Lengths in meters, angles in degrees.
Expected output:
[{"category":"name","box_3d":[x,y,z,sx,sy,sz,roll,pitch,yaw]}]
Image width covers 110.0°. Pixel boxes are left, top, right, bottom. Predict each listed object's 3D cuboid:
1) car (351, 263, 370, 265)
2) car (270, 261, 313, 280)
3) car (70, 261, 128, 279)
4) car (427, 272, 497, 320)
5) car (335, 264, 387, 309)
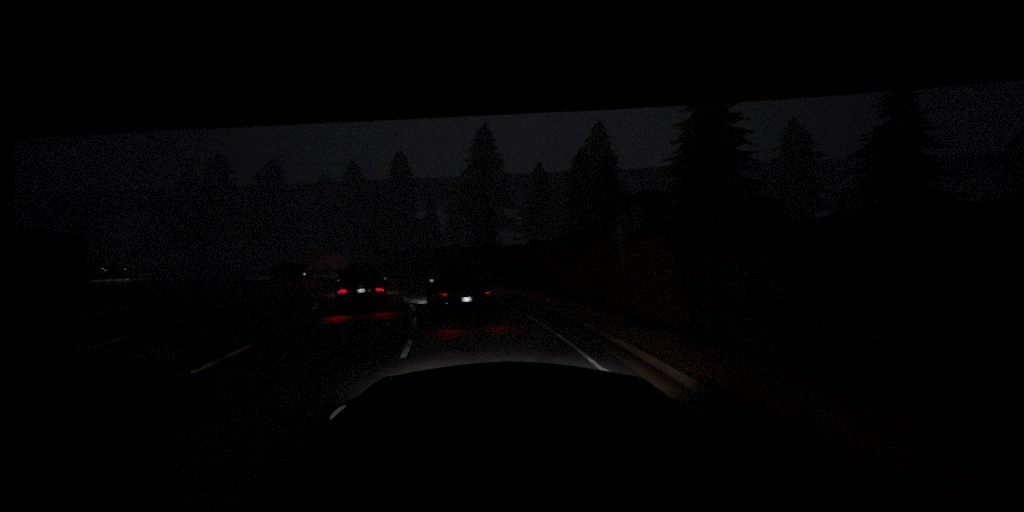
[{"category":"car","box_3d":[-13.073,1.244,30.429,4.718,1.301,1.895,0,1,43]},{"category":"car","box_3d":[-18.740,1.212,30.443,4.892,1.490,1.837,0,0,36]},{"category":"car","box_3d":[-38.904,1.258,33.647,4.553,1.767,2.097,-1,1,7]},{"category":"car","box_3d":[-1.881,1.239,12.517,1.994,1.385,4.181,-1,1,-16]},{"category":"car","box_3d":[-6.221,1.251,14.884,2.033,1.411,5.357,-1,1,-22]}]
